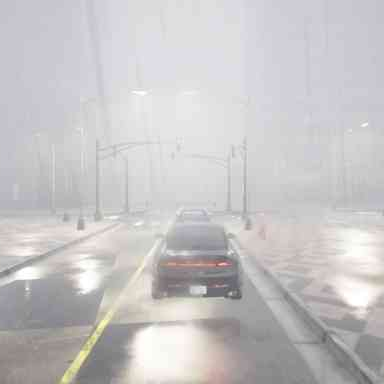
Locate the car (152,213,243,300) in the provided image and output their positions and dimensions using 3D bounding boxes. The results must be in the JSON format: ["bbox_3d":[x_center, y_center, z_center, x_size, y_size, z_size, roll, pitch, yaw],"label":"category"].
[{"bbox_3d":[0.098,1.502,8.370,1.837,1.490,4.892,0,0,0],"label":"car"}]

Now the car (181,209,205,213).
[{"bbox_3d":[0.055,1.557,17.310,1.994,1.385,4.181,0,0,1],"label":"car"}]
